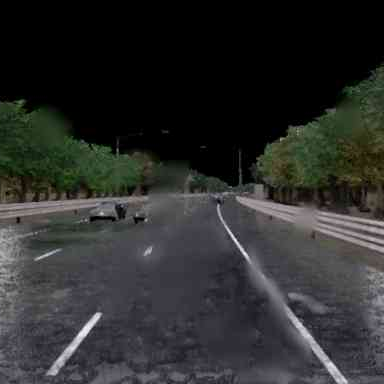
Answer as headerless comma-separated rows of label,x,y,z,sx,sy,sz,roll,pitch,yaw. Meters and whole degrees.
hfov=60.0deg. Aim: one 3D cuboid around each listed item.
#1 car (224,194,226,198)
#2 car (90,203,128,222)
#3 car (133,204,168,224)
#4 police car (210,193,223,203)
car,6.443,1.151,80.205,2.150,2.045,5.566,0,0,8
car,-6.286,1.501,25.490,1.994,1.385,4.181,0,0,2
car,-2.857,1.544,23.971,1.895,1.301,4.718,0,0,2
police car,4.585,1.348,64.641,1.930,1.638,5.238,0,0,6
